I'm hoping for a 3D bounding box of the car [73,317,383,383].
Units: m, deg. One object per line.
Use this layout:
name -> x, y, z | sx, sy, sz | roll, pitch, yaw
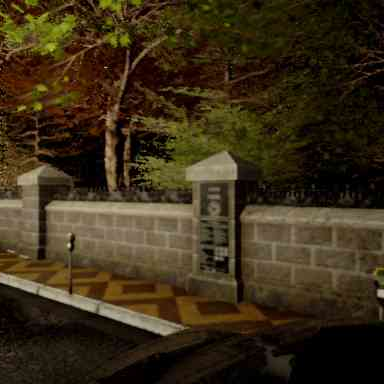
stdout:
car -> 0.949, 1.565, 2.044 | 4.313, 1.339, 1.947 | 0, 0, 36
